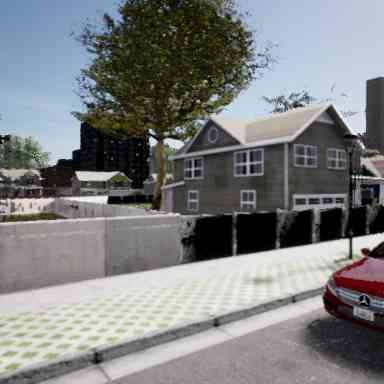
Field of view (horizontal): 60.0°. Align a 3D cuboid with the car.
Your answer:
[{"bbox_3d":[4.395,1.501,6.184,4.674,1.442,1.812,0,0,-35],"label":"car"}]
